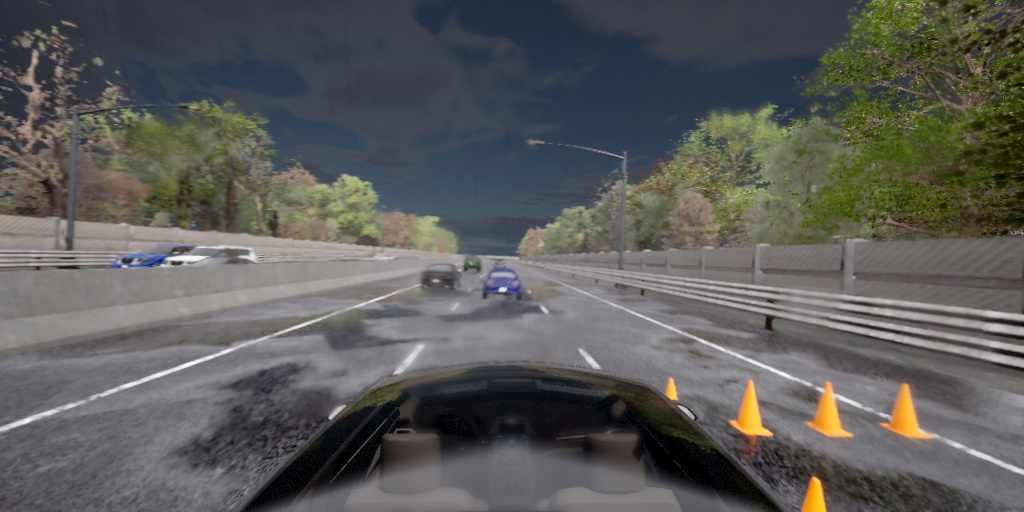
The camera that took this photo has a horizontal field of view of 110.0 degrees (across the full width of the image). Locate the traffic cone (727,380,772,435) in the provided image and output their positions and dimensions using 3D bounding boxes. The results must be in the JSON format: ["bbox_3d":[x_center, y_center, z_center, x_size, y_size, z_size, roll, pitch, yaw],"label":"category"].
[{"bbox_3d":[2.928,1.830,4.429,0.340,0.580,0.340,0,0,-2],"label":"traffic cone"}]

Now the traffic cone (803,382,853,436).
[{"bbox_3d":[3.926,1.868,4.468,0.340,0.580,0.340,0,0,-2],"label":"traffic cone"}]

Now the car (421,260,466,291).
[{"bbox_3d":[-4.115,1.174,21.451,1.882,1.535,5.008,2,0,-2],"label":"car"}]

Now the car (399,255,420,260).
[{"bbox_3d":[-16.152,0.818,57.919,2.097,1.767,4.553,2,0,-2],"label":"car"}]

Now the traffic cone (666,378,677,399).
[{"bbox_3d":[1.929,1.792,4.391,0.340,0.580,0.340,0,0,-2],"label":"traffic cone"}]

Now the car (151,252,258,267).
[{"bbox_3d":[-14.674,0.755,18.066,1.882,1.535,5.008,2,0,-2],"label":"car"}]

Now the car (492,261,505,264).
[{"bbox_3d":[-1.813,1.465,52.288,2.128,1.511,4.902,2,0,-2],"label":"car"}]

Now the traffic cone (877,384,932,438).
[{"bbox_3d":[4.925,1.907,4.506,0.340,0.580,0.340,0,0,-2],"label":"traffic cone"}]

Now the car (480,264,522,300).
[{"bbox_3d":[-0.491,1.342,18.258,1.812,1.442,4.674,2,0,-2],"label":"car"}]

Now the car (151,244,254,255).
[{"bbox_3d":[-18.316,0.385,22.149,2.150,2.045,5.566,2,-1,-2],"label":"car"}]

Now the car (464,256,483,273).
[{"bbox_3d":[-5.082,1.035,46.687,2.150,2.045,5.566,2,0,-2],"label":"car"}]

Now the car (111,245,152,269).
[{"bbox_3d":[-21.851,0.253,22.914,2.150,2.045,5.566,2,0,-2],"label":"car"}]

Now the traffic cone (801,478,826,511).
[{"bbox_3d":[2.006,1.785,2.392,0.340,0.580,0.340,0,0,-2],"label":"traffic cone"}]
